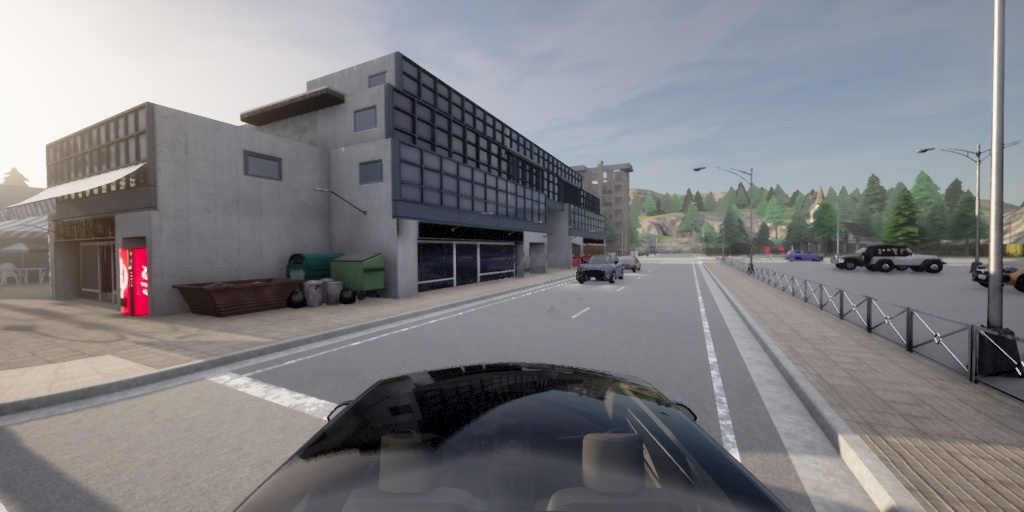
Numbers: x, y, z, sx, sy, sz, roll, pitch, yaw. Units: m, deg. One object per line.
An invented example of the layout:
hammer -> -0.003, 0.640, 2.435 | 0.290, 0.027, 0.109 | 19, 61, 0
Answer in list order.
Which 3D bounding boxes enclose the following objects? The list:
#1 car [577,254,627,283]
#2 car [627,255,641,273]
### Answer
car -> 5.646, 0.683, 22.577 | 2.097, 1.767, 4.553 | 0, 1, 26
car -> 10.204, 0.641, 31.738 | 1.812, 1.442, 4.674 | 0, 1, 27
